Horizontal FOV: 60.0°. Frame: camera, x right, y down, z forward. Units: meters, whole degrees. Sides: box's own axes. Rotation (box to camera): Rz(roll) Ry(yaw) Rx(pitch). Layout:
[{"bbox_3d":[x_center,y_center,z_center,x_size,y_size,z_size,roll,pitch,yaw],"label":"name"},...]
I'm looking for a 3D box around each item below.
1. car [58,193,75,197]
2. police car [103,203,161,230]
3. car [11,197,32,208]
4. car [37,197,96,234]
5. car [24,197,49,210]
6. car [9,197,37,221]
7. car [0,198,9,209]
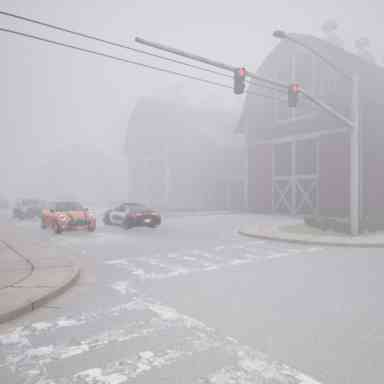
[{"bbox_3d":[-18.459,1.160,47.364,3.866,1.878,1.905,-2,5,11],"label":"car"},{"bbox_3d":[-3.999,1.489,21.049,2.038,1.542,4.974,0,0,-37],"label":"police car"},{"bbox_3d":[-25.761,1.557,50.182,2.033,1.411,5.357,0,0,-37],"label":"car"},{"bbox_3d":[-7.278,1.342,19.422,2.097,1.767,4.553,0,0,-37],"label":"car"},{"bbox_3d":[-19.927,1.432,42.420,1.882,1.535,5.008,-1,0,-37],"label":"car"},{"bbox_3d":[-13.445,1.347,27.687,2.097,1.767,4.553,0,0,-37],"label":"car"},{"bbox_3d":[-24.875,1.503,43.118,1.837,1.490,4.892,0,-1,-36],"label":"car"}]
